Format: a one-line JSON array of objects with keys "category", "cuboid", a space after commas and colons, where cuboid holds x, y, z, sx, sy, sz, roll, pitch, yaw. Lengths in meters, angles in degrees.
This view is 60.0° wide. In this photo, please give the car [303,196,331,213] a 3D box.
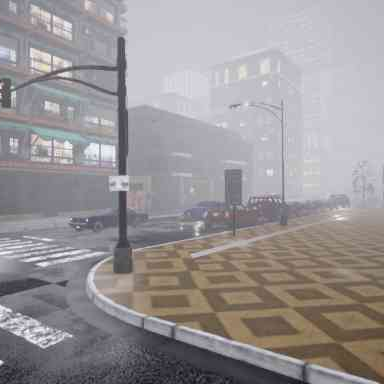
[{"category": "car", "cuboid": [12.483, 1.421, 34.232, 1.887, 1.381, 4.507, -1, 0, 36]}]

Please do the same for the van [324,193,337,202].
[{"category": "van", "cuboid": [29.378, 1.229, 70.419, 1.690, 1.788, 3.998, -1, 0, 36]}]

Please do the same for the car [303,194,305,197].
[{"category": "car", "cuboid": [22.639, 1.439, 61.279, 1.752, 1.417, 4.829, -1, 0, 36]}]

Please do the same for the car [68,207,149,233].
[{"category": "car", "cuboid": [-4.873, 1.592, 19.834, 1.895, 1.301, 4.718, -1, 0, 37]}]

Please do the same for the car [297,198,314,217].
[{"category": "car", "cuboid": [9.164, 1.471, 29.731, 1.802, 1.307, 4.206, -1, 0, 36]}]

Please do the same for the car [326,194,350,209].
[{"category": "car", "cuboid": [19.120, 1.167, 43.236, 2.192, 1.841, 5.009, -1, 0, 36]}]

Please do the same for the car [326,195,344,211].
[{"category": "car", "cuboid": [15.803, 1.415, 38.733, 2.008, 1.369, 4.403, -1, 0, 36]}]

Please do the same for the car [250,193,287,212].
[{"category": "car", "cuboid": [8.958, 1.161, 38.562, 2.150, 2.045, 5.566, -1, 0, 37]}]

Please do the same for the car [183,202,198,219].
[{"category": "car", "cuboid": [1.221, 1.447, 28.088, 1.882, 1.535, 5.008, -1, 0, 36]}]

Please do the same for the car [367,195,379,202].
[{"category": "car", "cuboid": [35.721, 1.334, 65.741, 1.887, 1.381, 4.507, -1, 0, 36]}]

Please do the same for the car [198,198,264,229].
[{"category": "car", "cuboid": [2.523, 1.352, 20.729, 1.967, 1.590, 4.097, -1, 0, 36]}]

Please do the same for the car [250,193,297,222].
[{"category": "car", "cuboid": [5.841, 1.216, 25.231, 2.192, 1.841, 5.009, -1, 0, 36]}]
